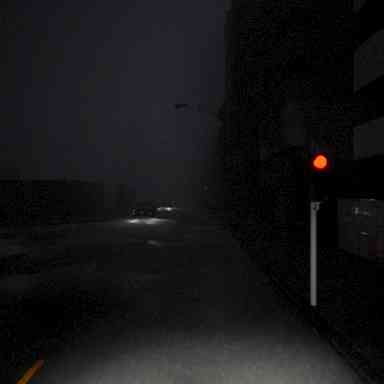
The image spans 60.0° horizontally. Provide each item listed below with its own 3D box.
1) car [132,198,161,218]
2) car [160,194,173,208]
[{"bbox_3d":[-4.139,1.496,29.820,1.837,1.490,4.892,0,0,0],"label":"car"},{"bbox_3d":[-4.132,1.464,49.557,1.882,1.535,5.008,0,0,0],"label":"car"}]
